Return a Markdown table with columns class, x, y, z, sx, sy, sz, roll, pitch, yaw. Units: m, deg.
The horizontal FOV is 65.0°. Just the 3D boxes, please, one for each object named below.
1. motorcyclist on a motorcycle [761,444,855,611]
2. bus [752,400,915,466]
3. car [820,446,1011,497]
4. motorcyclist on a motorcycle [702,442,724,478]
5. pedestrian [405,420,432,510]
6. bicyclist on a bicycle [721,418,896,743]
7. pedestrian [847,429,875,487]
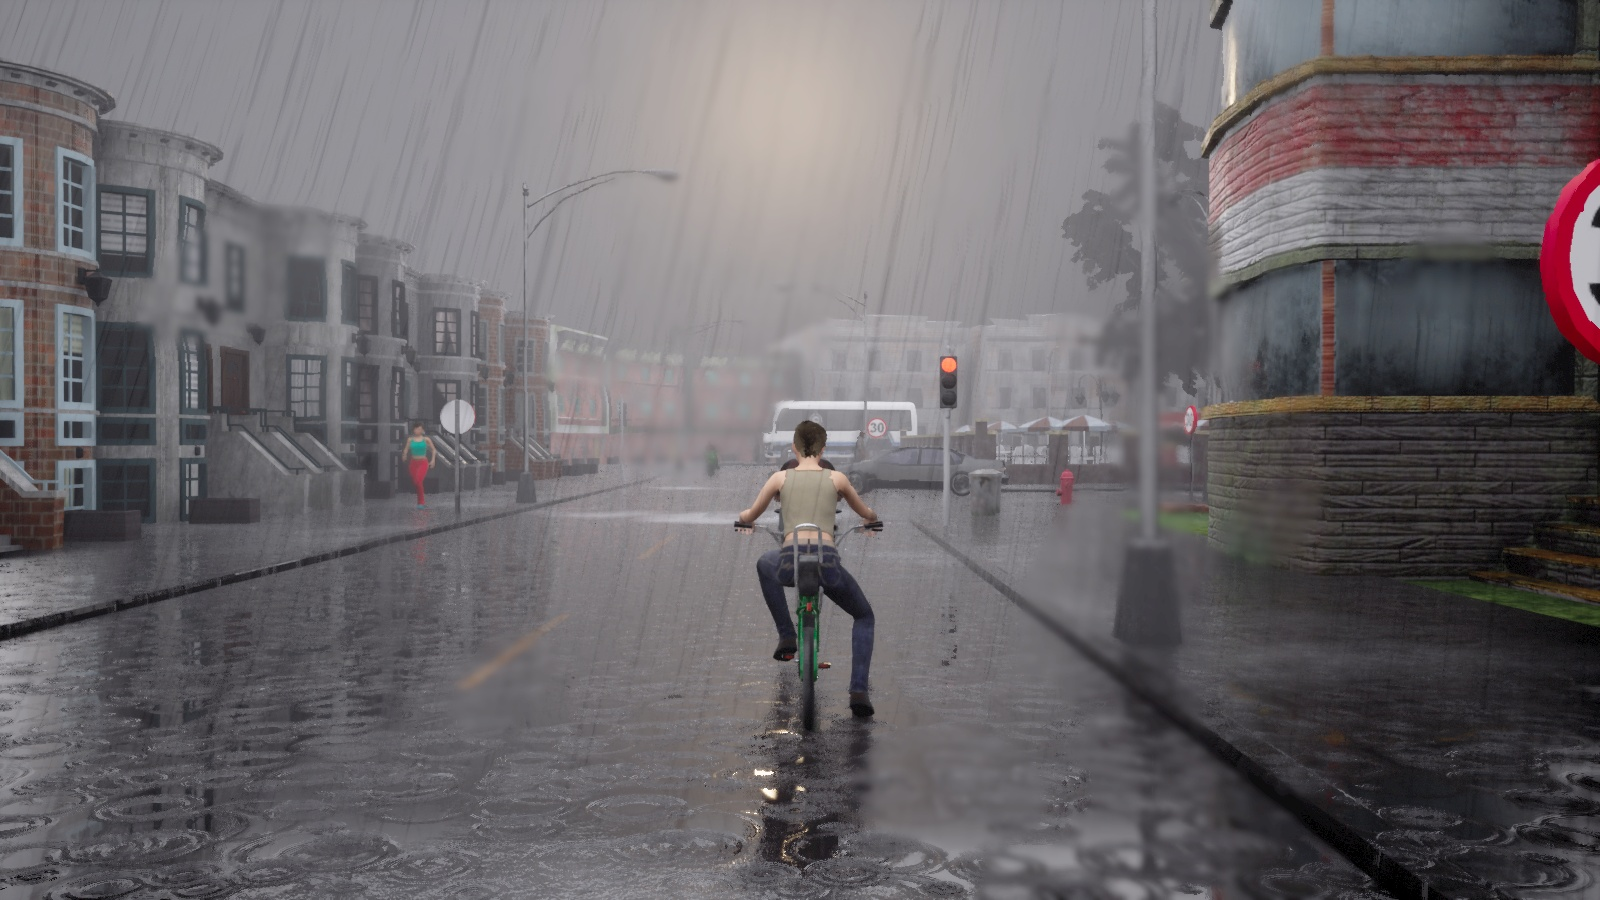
| class | x | y | z | sx | sy | sz | roll | pitch | yaw |
| --- | --- | --- | --- | --- | --- | --- | --- | --- | --- |
| motorcyclist on a motorcycle | 0.080 | 0.710 | 12.643 | 0.866 | 1.530 | 2.191 | 0 | 0 | 0 |
| bus | 2.159 | -1.105 | 83.504 | 10.273 | 4.253 | 3.944 | 0 | 1 | -9 |
| car | 3.384 | 0.592 | 36.287 | 5.357 | 1.411 | 2.033 | 0 | 0 | 10 |
| motorcyclist on a motorcycle | -3.723 | 0.420 | 54.162 | 0.797 | 1.523 | 2.044 | 0 | 0 | 0 |
| pedestrian | -7.832 | 0.304 | 25.795 | 0.345 | 1.836 | 0.594 | 0 | 0 | 5 |
| bicyclist on a bicycle | 0.047 | 0.644 | 6.991 | 0.866 | 1.612 | 1.509 | 0 | 0 | 0 |
| pedestrian | 2.083 | 0.265 | 42.538 | 0.873 | 1.952 | 0.659 | 0 | 0 | 9 |
